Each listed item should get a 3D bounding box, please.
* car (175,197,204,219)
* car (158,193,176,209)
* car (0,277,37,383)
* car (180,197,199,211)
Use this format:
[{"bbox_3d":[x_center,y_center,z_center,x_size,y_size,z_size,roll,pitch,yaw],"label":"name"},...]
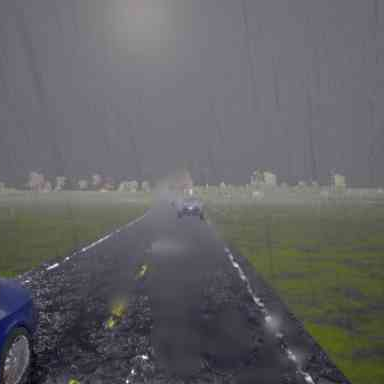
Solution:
[{"bbox_3d":[-0.119,1.308,28.496,2.097,1.767,4.553,0,0,-1],"label":"car"},{"bbox_3d":[-3.348,1.144,45.180,2.150,2.045,5.566,0,0,-1],"label":"car"},{"bbox_3d":[-2.872,1.523,2.480,1.812,1.442,4.674,0,0,0],"label":"car"},{"bbox_3d":[-0.324,1.425,40.313,2.128,1.511,4.902,0,0,-1],"label":"car"}]
